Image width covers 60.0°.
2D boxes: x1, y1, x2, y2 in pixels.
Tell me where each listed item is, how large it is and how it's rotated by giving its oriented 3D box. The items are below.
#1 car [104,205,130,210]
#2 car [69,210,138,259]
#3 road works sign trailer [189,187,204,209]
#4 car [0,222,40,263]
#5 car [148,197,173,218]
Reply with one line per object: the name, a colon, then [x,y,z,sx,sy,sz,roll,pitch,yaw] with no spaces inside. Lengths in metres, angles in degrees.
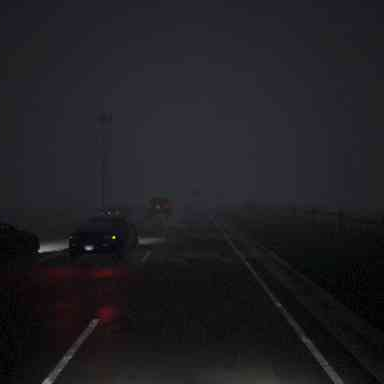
car: [-6.730,1.841,29.650,2.033,1.411,5.357,0,-1,0]
car: [-3.340,1.656,13.119,1.812,1.442,4.674,0,-1,0]
road works sign trailer: [0.815,1.017,55.143,2.380,3.560,2.880,0,-1,6]
car: [-6.838,1.672,11.075,1.994,1.385,4.181,0,-1,0]
car: [-3.202,1.564,34.347,2.150,2.045,5.566,0,-1,0]
